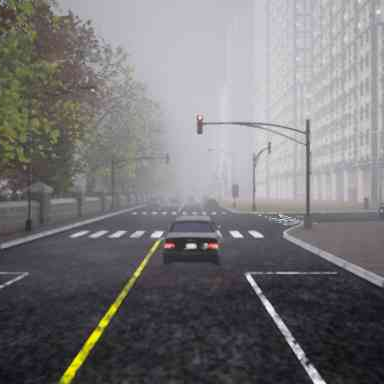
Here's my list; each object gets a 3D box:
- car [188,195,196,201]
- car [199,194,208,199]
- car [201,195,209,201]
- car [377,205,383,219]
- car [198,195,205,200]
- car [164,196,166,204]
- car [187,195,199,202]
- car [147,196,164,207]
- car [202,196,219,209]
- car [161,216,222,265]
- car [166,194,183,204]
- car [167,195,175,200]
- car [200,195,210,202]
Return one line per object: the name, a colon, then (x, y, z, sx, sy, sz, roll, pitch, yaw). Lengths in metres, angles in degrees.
car: (-0.030, 1.372, 81.951, 2.033, 1.411, 5.357, 0, 0, 0)
car: (2.671, 1.522, 55.931, 1.947, 1.339, 4.313, 0, 0, 0)
car: (3.121, 1.482, 79.977, 1.812, 1.442, 4.674, 0, 0, 0)
car: (14.665, 1.249, 22.078, 4.313, 1.339, 1.947, -1, 1, 0)
car: (2.657, 1.513, 95.357, 2.008, 1.369, 4.403, 0, 0, 0)
car: (-5.711, 1.395, 61.560, 1.967, 1.590, 4.097, 0, 0, 0)
car: (-0.027, 1.472, 72.367, 1.812, 1.442, 4.674, 0, 0, 0)
car: (-5.707, 1.540, 50.295, 1.802, 1.307, 4.206, 0, 0, 0)
car: (2.675, 1.526, 44.665, 1.947, 1.339, 4.313, 0, 0, 0)
car: (0.059, 1.533, 11.663, 2.033, 1.411, 5.357, 0, 0, 2)
car: (-3.070, 1.518, 60.971, 1.994, 1.385, 4.181, 0, 0, 1)
car: (-5.721, 1.505, 89.721, 1.887, 1.381, 4.507, 0, 0, 0)
car: (2.673, 1.524, 50.298, 1.947, 1.339, 4.313, 0, 0, 0)
